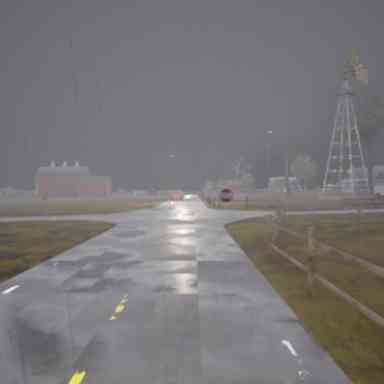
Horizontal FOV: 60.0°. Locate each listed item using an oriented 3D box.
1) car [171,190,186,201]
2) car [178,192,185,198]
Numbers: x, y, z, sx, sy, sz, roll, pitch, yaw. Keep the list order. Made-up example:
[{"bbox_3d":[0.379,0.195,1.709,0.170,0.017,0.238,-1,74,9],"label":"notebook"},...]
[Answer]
[{"bbox_3d":[-2.748,0.693,62.248,2.150,2.045,5.566,0,2,0],"label":"car"},{"bbox_3d":[-2.747,0.723,87.646,1.837,1.490,4.892,0,0,0],"label":"car"}]
